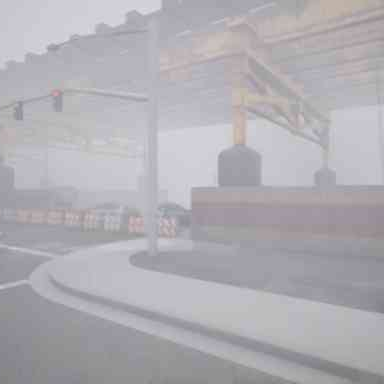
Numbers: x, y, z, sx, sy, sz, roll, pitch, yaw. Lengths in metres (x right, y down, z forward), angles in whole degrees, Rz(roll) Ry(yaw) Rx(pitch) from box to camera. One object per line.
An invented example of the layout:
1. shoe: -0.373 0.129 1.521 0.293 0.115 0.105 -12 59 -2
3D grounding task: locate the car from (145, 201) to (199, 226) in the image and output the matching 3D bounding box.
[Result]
1. car: -1.399 1.282 21.151 1.853 1.218 4.536 0 0 -26

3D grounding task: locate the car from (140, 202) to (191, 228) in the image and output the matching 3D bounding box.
1. car: -1.377 1.440 21.105 2.038 1.542 4.974 0 0 -26

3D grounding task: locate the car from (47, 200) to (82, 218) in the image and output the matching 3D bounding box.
1. car: -9.973 1.273 26.294 1.853 1.218 4.536 0 0 -11

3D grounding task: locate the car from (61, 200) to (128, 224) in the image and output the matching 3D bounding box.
1. car: -6.205 1.435 23.577 4.974 1.542 2.038 0 0 -1

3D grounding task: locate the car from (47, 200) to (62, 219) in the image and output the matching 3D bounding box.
1. car: -9.963 1.430 26.243 2.038 1.542 4.974 0 0 -11

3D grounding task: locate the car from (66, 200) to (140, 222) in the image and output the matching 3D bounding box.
1. car: -6.153 1.277 23.578 4.536 1.218 1.853 0 0 -1
